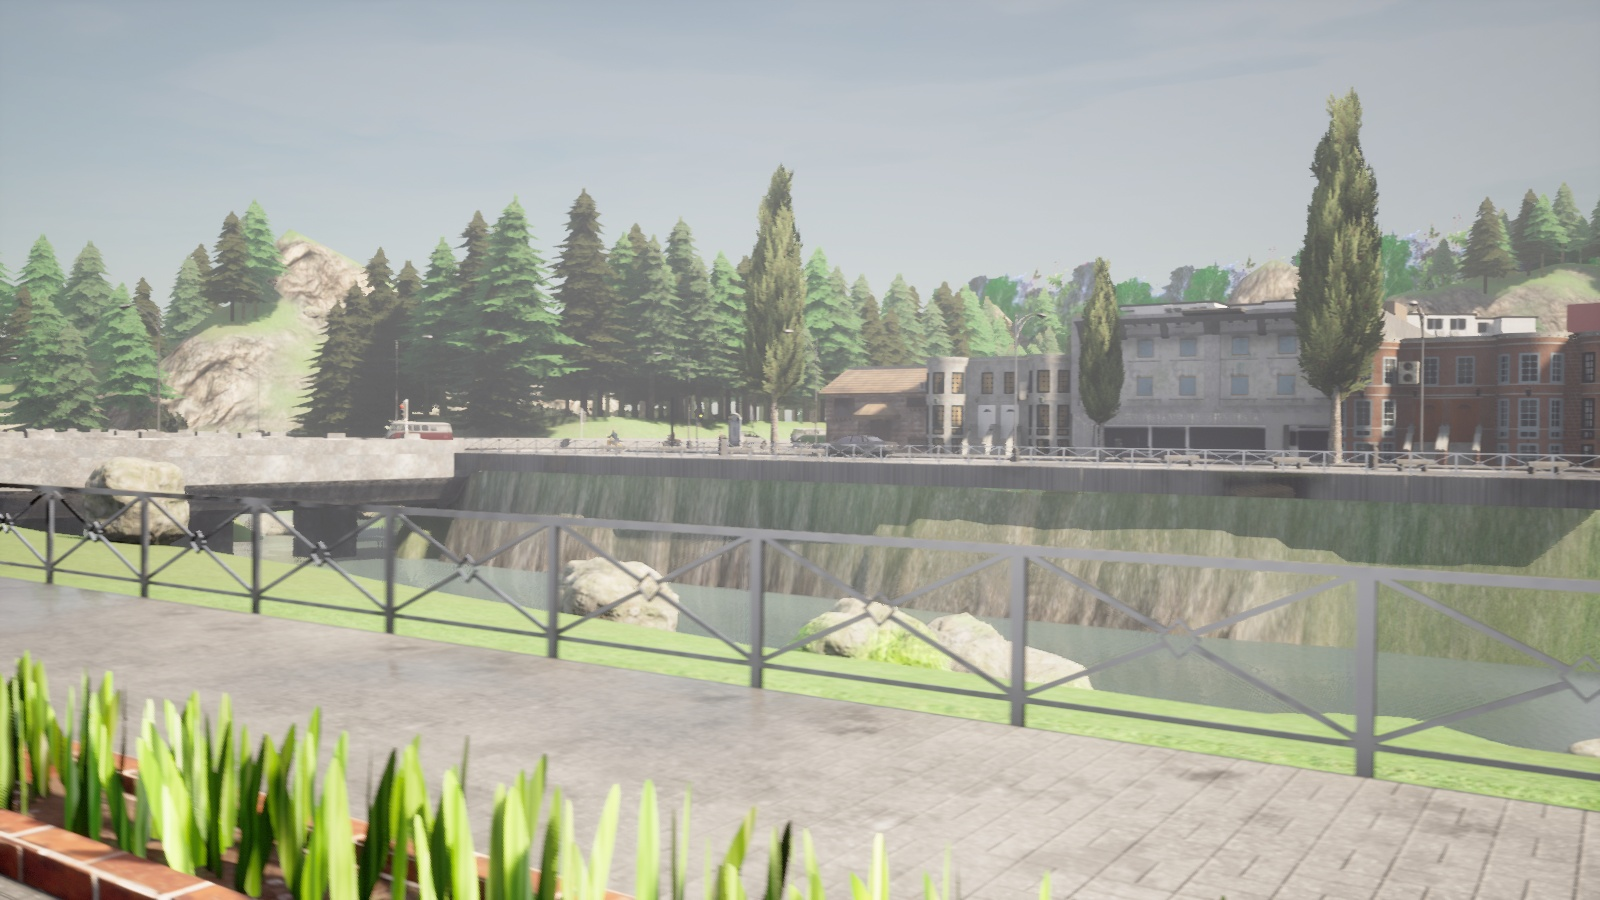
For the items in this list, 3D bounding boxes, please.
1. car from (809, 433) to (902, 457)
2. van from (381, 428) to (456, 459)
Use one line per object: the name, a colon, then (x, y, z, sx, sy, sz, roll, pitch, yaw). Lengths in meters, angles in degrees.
car: (3.326, -0.289, 76.023, 5.357, 1.411, 2.033, 0, 1, 34)
van: (-25.743, -0.440, 84.764, 4.442, 1.987, 1.775, -1, 1, -39)
